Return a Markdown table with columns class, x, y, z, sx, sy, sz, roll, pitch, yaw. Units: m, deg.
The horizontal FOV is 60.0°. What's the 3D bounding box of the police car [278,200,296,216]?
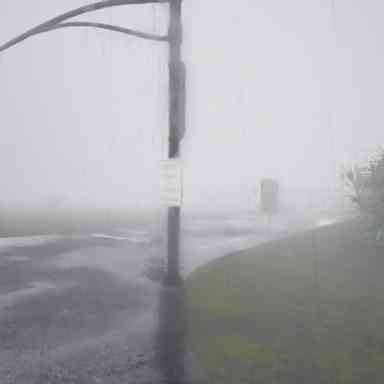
| class | x | y | z | sx | sy | sz | roll | pitch | yaw |
| --- | --- | --- | --- | --- | --- | --- | --- | --- | --- |
| police car | 9.701 | 1.667 | 36.074 | 1.930 | 1.638 | 5.238 | 1 | 0 | 36 |
